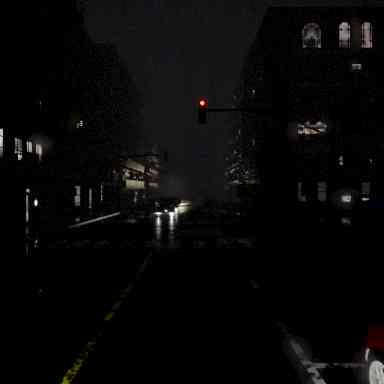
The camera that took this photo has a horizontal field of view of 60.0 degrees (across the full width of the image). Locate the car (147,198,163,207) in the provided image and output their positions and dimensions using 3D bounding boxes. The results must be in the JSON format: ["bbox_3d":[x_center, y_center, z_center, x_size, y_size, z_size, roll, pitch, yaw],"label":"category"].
[{"bbox_3d":[-5.586,1.580,50.827,1.947,1.339,4.313,0,0,0],"label":"car"}]

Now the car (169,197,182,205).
[{"bbox_3d":[-2.941,1.568,60.244,2.033,1.411,5.357,0,0,1],"label":"car"}]

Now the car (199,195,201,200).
[{"bbox_3d":[2.830,1.577,67.387,2.008,1.369,4.403,-1,0,0],"label":"car"}]

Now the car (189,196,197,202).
[{"bbox_3d":[0.174,1.563,79.318,1.812,1.442,4.674,0,0,0],"label":"car"}]

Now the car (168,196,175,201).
[{"bbox_3d":[-5.501,1.632,89.522,1.802,1.307,4.206,-1,0,0],"label":"car"}]

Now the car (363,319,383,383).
[{"bbox_3d":[2.687,1.544,1.804,1.887,1.381,4.507,0,0,0],"label":"car"}]

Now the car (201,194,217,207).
[{"bbox_3d":[2.793,1.454,50.804,1.967,1.590,4.097,-1,0,0],"label":"car"}]

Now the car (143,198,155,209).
[{"bbox_3d":[-5.598,1.560,45.299,2.008,1.369,4.403,0,0,0],"label":"car"}]

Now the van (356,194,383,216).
[{"bbox_3d":[15.701,1.035,27.347,3.998,1.788,1.690,-1,1,-1],"label":"van"}]

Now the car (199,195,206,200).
[{"bbox_3d":[2.890,1.602,95.027,1.887,1.381,4.507,-1,0,0],"label":"car"}]

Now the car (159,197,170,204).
[{"bbox_3d":[-5.551,1.609,67.411,1.802,1.307,4.206,-1,0,0],"label":"car"}]

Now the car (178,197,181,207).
[{"bbox_3d":[-2.969,1.539,49.618,1.812,1.442,4.674,0,0,0],"label":"car"}]

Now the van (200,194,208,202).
[{"bbox_3d":[2.852,1.379,78.443,1.690,1.788,3.998,-1,0,0],"label":"van"}]

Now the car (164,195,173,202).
[{"bbox_3d":[-5.527,1.563,78.296,1.752,1.417,4.829,-1,0,0],"label":"car"}]

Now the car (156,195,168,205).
[{"bbox_3d":[-5.564,1.462,61.883,1.967,1.590,4.097,-1,0,0],"label":"car"}]

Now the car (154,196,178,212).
[{"bbox_3d":[-3.009,1.532,39.304,1.812,1.442,4.674,0,0,0],"label":"car"}]
